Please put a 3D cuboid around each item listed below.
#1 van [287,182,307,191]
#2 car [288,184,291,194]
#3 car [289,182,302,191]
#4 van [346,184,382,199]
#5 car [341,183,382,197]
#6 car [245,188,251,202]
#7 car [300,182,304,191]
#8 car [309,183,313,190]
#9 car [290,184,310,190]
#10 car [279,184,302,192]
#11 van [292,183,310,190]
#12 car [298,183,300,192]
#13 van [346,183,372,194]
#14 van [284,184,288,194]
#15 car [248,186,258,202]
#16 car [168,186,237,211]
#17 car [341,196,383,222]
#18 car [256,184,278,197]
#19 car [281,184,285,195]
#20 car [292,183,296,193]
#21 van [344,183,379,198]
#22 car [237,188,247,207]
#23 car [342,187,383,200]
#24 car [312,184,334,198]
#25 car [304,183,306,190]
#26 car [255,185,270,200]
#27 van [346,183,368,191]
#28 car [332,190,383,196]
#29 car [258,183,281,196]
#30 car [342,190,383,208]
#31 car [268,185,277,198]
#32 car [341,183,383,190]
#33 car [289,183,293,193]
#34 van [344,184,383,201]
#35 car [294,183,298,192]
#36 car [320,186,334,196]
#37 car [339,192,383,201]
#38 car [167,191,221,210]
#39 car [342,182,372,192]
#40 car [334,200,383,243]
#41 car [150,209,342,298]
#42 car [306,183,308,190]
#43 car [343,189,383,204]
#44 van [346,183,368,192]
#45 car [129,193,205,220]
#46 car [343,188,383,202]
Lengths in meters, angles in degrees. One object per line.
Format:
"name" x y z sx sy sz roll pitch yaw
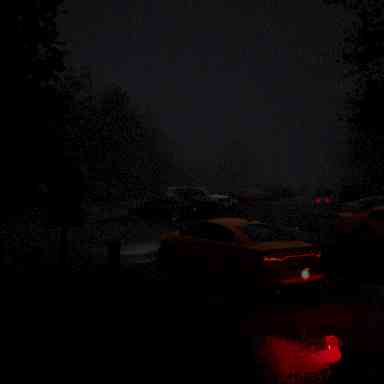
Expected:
"van" 25.968 -1.381 82.494 4.442 1.987 1.878 1 2 25
"car" 13.214 -0.207 54.770 4.792 1.488 2.163 1 2 25
"car" 19.068 -0.652 67.348 4.892 1.521 2.231 1 2 25
"van" 24.017 -0.176 46.624 4.442 1.987 1.878 1 2 25
"car" 26.214 -0.370 51.707 5.566 2.045 2.435 1 2 25
"car" 2.750 0.625 32.109 4.892 1.521 2.231 1 3 25
"car" 20.072 -0.742 69.941 5.366 1.575 1.946 1 2 25
"car" 27.267 -1.488 84.950 5.566 2.045 2.435 1 2 25
"car" 28.423 -1.261 87.454 4.792 1.488 2.163 1 2 25
"car" 21.379 -0.946 72.390 4.553 1.767 2.185 1 2 25
"van" 29.461 -1.557 90.034 4.442 1.987 1.878 1 1 25
"car" 17.913 -0.569 64.825 4.892 1.521 2.231 1 2 25
"van" 32.220 -0.763 64.324 4.442 1.987 1.878 1 2 25
"van" 12.180 -0.376 52.183 4.442 1.987 1.878 1 2 25
"car" 3.743 0.511 34.705 5.366 1.575 1.946 1 3 25
"car" 0.436 0.589 27.055 5.566 2.045 2.435 1 3 25
"car" 12.272 1.078 21.575 4.674 1.452 2.002 1 3 25
"car" 8.567 0.108 44.688 4.892 1.521 2.231 1 3 25
"car" 10.933 -0.039 49.710 4.792 1.488 2.163 1 2 25
"car" 15.547 -0.374 59.806 4.792 1.488 2.163 1 2 25
"van" 24.970 -0.263 49.234 4.442 1.987 1.878 1 2 25
"car" 1.746 0.732 29.516 5.366 1.575 1.946 1 3 25
"car" 22.752 0.131 44.166 5.008 1.535 2.097 1 2 25
"car" 18.670 0.039 47.118 2.128 1.511 4.902 1 2 25
"car" 22.545 -1.030 74.908 4.553 1.767 2.185 1 2 25
"car" 6.127 0.293 39.849 5.366 1.575 1.946 1 3 25
"van" 37.988 -1.176 76.772 4.442 1.987 1.878 1 2 25
"car" 13.270 0.925 24.162 5.366 1.575 1.946 1 3 25
"car" 9.769 -0.108 47.189 4.553 1.767 2.185 1 2 25
"car" 16.904 0.638 31.630 4.792 1.488 2.163 1 3 25
"car" 7.578 0.202 42.098 5.366 1.575 1.946 1 2 25
"car" 15.792 0.465 29.083 5.566 2.045 2.435 1 3 25
"car" 14.380 -0.290 57.288 4.792 1.488 2.163 1 2 25
"van" 21.478 -0.010 41.679 4.442 1.987 1.878 1 2 24
"car" 16.572 -0.492 62.388 5.366 1.575 1.946 1 2 25
"car" 22.998 -0.285 56.456 1.882 1.535 5.008 1 2 25
"car" 10.026 1.123 16.644 4.553 1.767 2.185 1 3 25
"car" -0.751 0.947 24.558 5.008 1.535 2.097 1 3 25
"car" 35.581 -1.040 71.920 5.566 2.045 2.435 1 2 25
"car" 8.829 1.355 14.152 5.008 1.535 2.097 1 3 25
"car" 0.887 1.400 8.438 1.882 1.535 5.008 2 -1 -31
"car" 23.736 -0.987 77.419 5.008 1.535 2.097 1 2 25
"car" 19.337 0.427 36.742 4.792 1.488 2.163 1 3 25
"van" 36.877 -1.096 74.373 4.442 1.987 1.878 1 2 25
"car" -1.949 1.084 22.057 4.792 1.488 2.163 1 3 25
"car" 20.446 0.336 39.135 4.792 1.488 2.163 1 2 25
